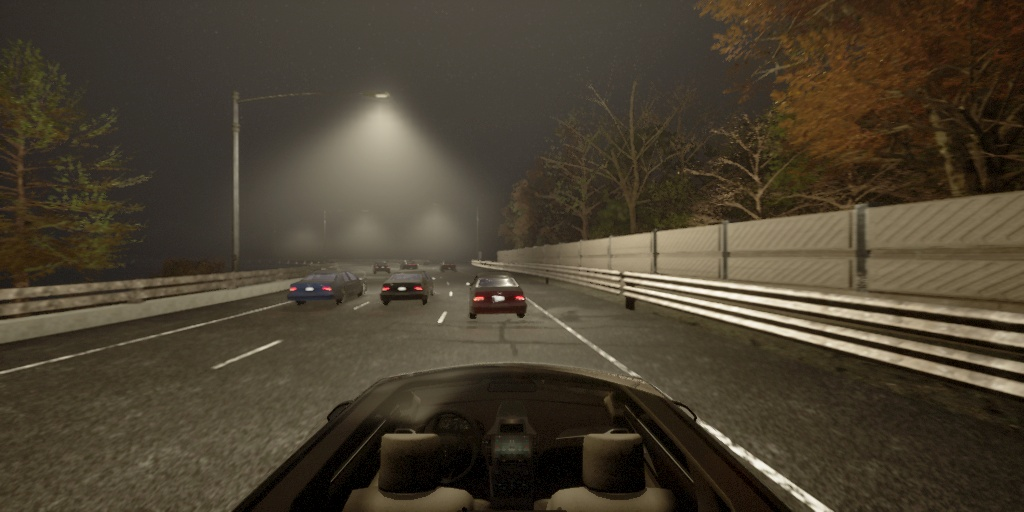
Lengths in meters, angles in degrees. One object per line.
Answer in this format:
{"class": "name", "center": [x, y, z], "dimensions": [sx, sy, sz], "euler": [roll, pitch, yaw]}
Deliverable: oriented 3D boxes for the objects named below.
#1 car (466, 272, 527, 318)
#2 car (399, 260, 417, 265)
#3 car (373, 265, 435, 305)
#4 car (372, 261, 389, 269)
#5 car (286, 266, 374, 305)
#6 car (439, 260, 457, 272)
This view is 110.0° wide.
{"class": "car", "center": [-0.664, 1.298, 13.048], "dimensions": [2.033, 1.411, 5.357], "euler": [0, 0, -7]}
{"class": "car", "center": [-13.373, 1.283, 46.297], "dimensions": [2.128, 1.511, 4.902], "euler": [0, 0, -24]}
{"class": "car", "center": [-4.608, 1.312, 16.316], "dimensions": [2.033, 1.411, 5.357], "euler": [0, 0, -8]}
{"class": "car", "center": [-15.753, 1.348, 43.214], "dimensions": [2.033, 1.411, 5.357], "euler": [0, 0, -24]}
{"class": "car", "center": [-8.151, 1.324, 16.312], "dimensions": [2.033, 1.411, 5.357], "euler": [0, 0, -8]}
{"class": "car", "center": [-8.150, 1.264, 45.790], "dimensions": [2.128, 1.511, 4.902], "euler": [0, 0, -14]}
